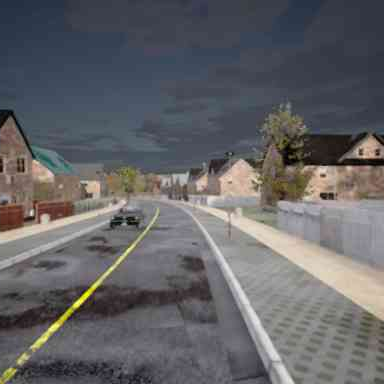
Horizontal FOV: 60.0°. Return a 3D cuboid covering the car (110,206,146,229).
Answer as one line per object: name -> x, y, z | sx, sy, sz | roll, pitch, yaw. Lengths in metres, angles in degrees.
car -> -4.186, 1.645, 22.230 | 1.895, 1.301, 4.718 | 0, 0, -3
